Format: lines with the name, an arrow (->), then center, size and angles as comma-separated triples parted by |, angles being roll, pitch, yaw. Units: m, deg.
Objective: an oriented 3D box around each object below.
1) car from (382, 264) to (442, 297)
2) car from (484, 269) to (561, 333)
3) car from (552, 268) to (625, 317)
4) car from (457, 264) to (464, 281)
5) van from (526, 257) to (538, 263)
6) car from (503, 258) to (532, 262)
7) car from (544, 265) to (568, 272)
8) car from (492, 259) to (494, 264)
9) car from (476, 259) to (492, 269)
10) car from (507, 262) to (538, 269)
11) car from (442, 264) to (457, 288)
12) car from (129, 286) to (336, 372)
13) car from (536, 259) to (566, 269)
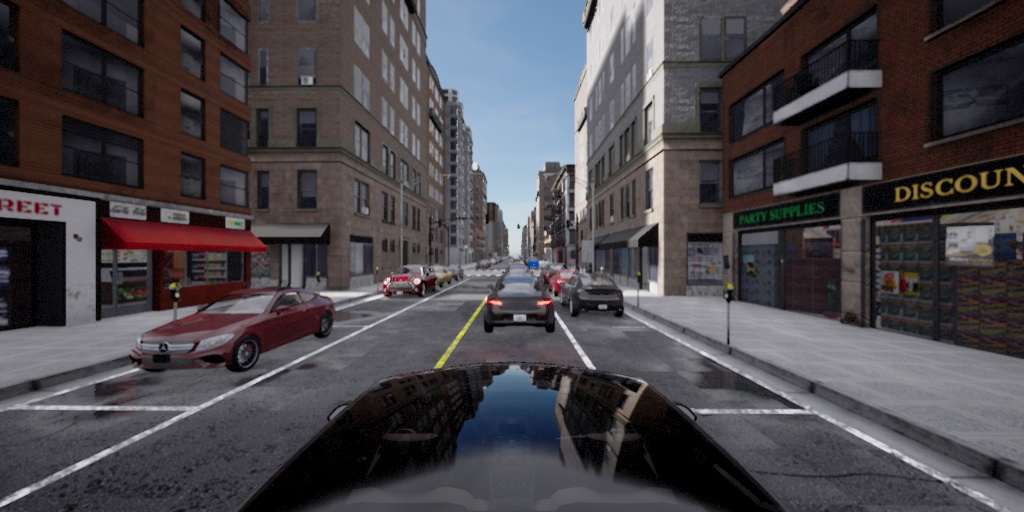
car -> -5.183, 1.188, 18.609 | 1.967, 1.591, 4.097 | 0, 0, 1
car -> 0.207, 1.275, 10.663 | 1.812, 1.442, 4.674 | 0, 0, 1
car -> 2.769, 1.299, 12.992 | 2.007, 1.370, 4.403 | 0, 0, 1
car -> -5.037, 1.297, 29.644 | 2.007, 1.370, 4.403 | 0, 0, 1
van -> 3.343, 1.083, 56.627 | 1.690, 1.789, 3.998 | 0, 0, 1
car -> 0.585, 1.202, 32.385 | 1.801, 1.575, 5.366 | 0, 0, 5
car -> 2.842, 1.330, 18.511 | 1.802, 1.307, 4.207 | 0, 0, 1
car -> -4.606, 1.286, 62.405 | 1.888, 1.381, 4.507 | 0, 0, 1
car -> -4.681, 1.293, 56.724 | 2.007, 1.370, 4.403 | 0, 0, 1
car -> 0.339, 1.274, 20.930 | 1.812, 1.442, 4.674 | 0, 0, 1
car -> -5.112, 1.273, 23.956 | 1.751, 1.417, 4.829 | 0, 0, 1
car -> -5.328, 1.331, 7.573 | 1.802, 1.307, 4.207 | 0, 0, 1
car -> 2.914, 1.187, 24.029 | 1.967, 1.591, 4.097 | 0, 0, 1
